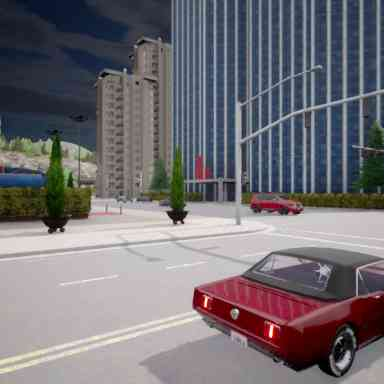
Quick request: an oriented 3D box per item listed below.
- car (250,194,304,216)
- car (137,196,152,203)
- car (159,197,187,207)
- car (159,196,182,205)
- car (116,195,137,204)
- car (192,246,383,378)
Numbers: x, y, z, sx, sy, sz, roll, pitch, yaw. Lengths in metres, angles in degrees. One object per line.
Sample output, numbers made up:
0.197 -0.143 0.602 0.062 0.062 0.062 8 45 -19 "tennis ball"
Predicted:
8.297 1.220 33.117 2.150 2.045 5.566 0 0 -36 "car"
-10.225 1.511 70.692 2.128 1.511 4.902 0 0 -36 "car"
-2.827 1.547 48.395 2.033 1.411 5.357 0 0 -36 "car"
-4.049 1.491 62.305 2.128 1.511 4.902 0 0 -36 "car"
-12.634 1.330 62.038 1.812 1.442 4.674 0 0 -36 "car"
2.422 1.601 5.540 4.718 1.301 1.895 0 0 -35 "car"
